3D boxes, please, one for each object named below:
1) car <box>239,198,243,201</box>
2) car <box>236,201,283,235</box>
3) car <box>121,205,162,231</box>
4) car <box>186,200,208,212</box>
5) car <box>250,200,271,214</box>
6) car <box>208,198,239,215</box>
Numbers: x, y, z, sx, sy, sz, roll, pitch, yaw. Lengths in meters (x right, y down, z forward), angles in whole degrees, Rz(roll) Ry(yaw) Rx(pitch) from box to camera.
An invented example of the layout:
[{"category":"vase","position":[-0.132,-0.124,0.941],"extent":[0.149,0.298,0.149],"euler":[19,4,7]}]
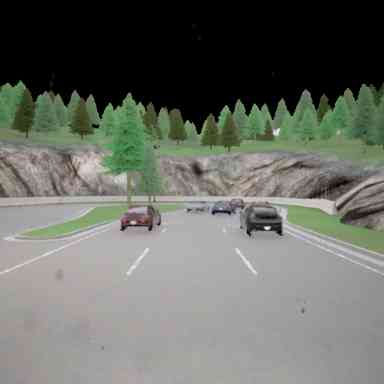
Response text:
[{"category":"car","position":[5.927,1.547,43.699],"extent":[2.033,1.411,5.357],"euler":[0,0,13]},{"category":"car","position":[3.807,1.505,18.765],"extent":[1.837,1.490,4.892],"euler":[0,0,2]},{"category":"car","position":[-3.083,1.525,20.624],"extent":[1.812,1.442,4.674],"euler":[0,0,4]},{"category":"car","position":[0.827,1.600,38.183],"extent":[1.895,1.301,4.718],"euler":[0,0,16]},{"category":"car","position":[7.624,1.601,36.570],"extent":[1.895,1.301,4.718],"euler":[0,0,16]},{"category":"car","position":[3.308,1.564,33.975],"extent":[1.994,1.385,4.181],"euler":[0,0,16]}]
